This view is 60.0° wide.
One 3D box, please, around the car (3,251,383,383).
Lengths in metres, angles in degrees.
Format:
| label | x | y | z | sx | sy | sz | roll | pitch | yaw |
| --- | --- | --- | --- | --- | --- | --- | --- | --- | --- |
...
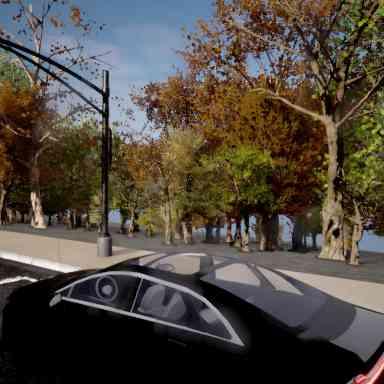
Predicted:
| label | x | y | z | sx | sy | sz | roll | pitch | yaw |
| --- | --- | --- | --- | --- | --- | --- | --- | --- | --- |
| car | -0.382 | 1.491 | 3.963 | 4.902 | 1.511 | 2.128 | 0 | 0 | 36 |
